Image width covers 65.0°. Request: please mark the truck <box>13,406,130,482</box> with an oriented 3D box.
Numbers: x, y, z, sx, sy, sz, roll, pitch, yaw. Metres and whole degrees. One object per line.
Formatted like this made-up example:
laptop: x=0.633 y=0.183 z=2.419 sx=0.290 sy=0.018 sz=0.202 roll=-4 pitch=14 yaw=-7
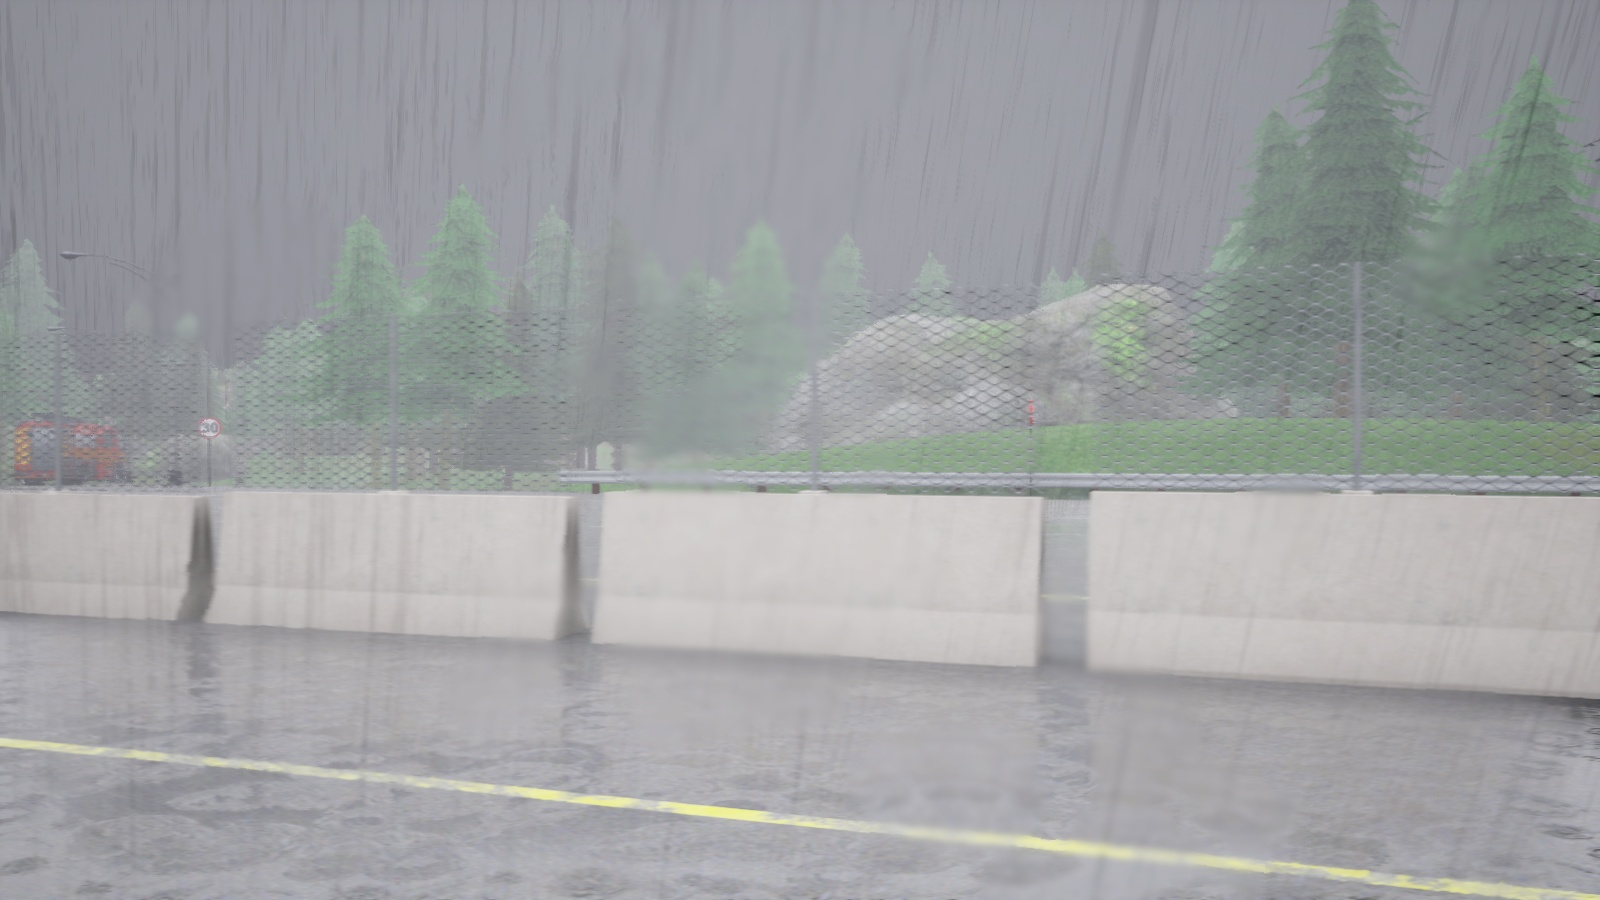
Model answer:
truck: x=-39.615 y=-0.205 z=68.671 sx=2.891 sy=3.827 sz=8.468 roll=0 pitch=-2 yaw=-11
